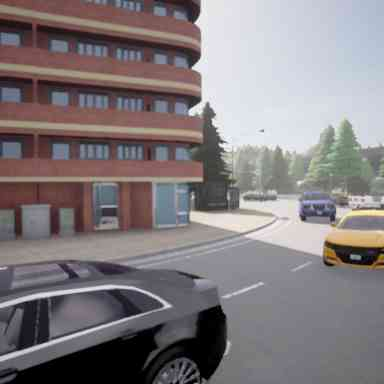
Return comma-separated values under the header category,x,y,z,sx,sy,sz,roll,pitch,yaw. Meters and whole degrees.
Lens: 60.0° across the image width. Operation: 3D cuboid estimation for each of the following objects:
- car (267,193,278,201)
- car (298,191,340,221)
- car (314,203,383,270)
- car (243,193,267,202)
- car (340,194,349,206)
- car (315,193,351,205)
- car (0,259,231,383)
category,x,y,z,sx,sy,sz,roll,pitch,yaw
car,13.569,0.942,61.245,2.033,1.411,5.357,-1,0,-20
car,8.916,0.951,23.984,2.150,2.045,5.566,-1,0,16
car,5.584,1.338,10.399,1.882,1.535,5.008,0,1,36
car,10.758,0.948,58.964,1.837,1.490,4.892,-1,0,-20
car,16.662,1.058,40.424,2.033,1.411,5.357,-1,0,-9
car,18.994,0.929,45.036,1.882,1.535,5.008,-1,0,-14
car,-1.806,1.493,2.952,4.902,1.511,2.128,-1,1,-39
